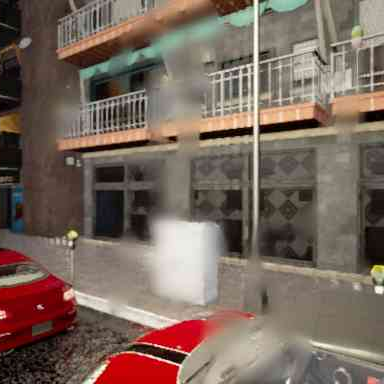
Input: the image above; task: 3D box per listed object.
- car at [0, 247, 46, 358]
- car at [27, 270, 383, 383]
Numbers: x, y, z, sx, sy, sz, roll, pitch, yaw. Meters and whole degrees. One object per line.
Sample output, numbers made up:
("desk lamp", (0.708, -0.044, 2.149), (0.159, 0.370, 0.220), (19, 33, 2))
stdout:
("car", (-3.592, 1.577, 5.436), (4.206, 1.307, 1.802), (0, 0, 35))
("car", (0.994, 1.440, 2.167), (4.097, 1.590, 1.967), (0, 0, 35))
